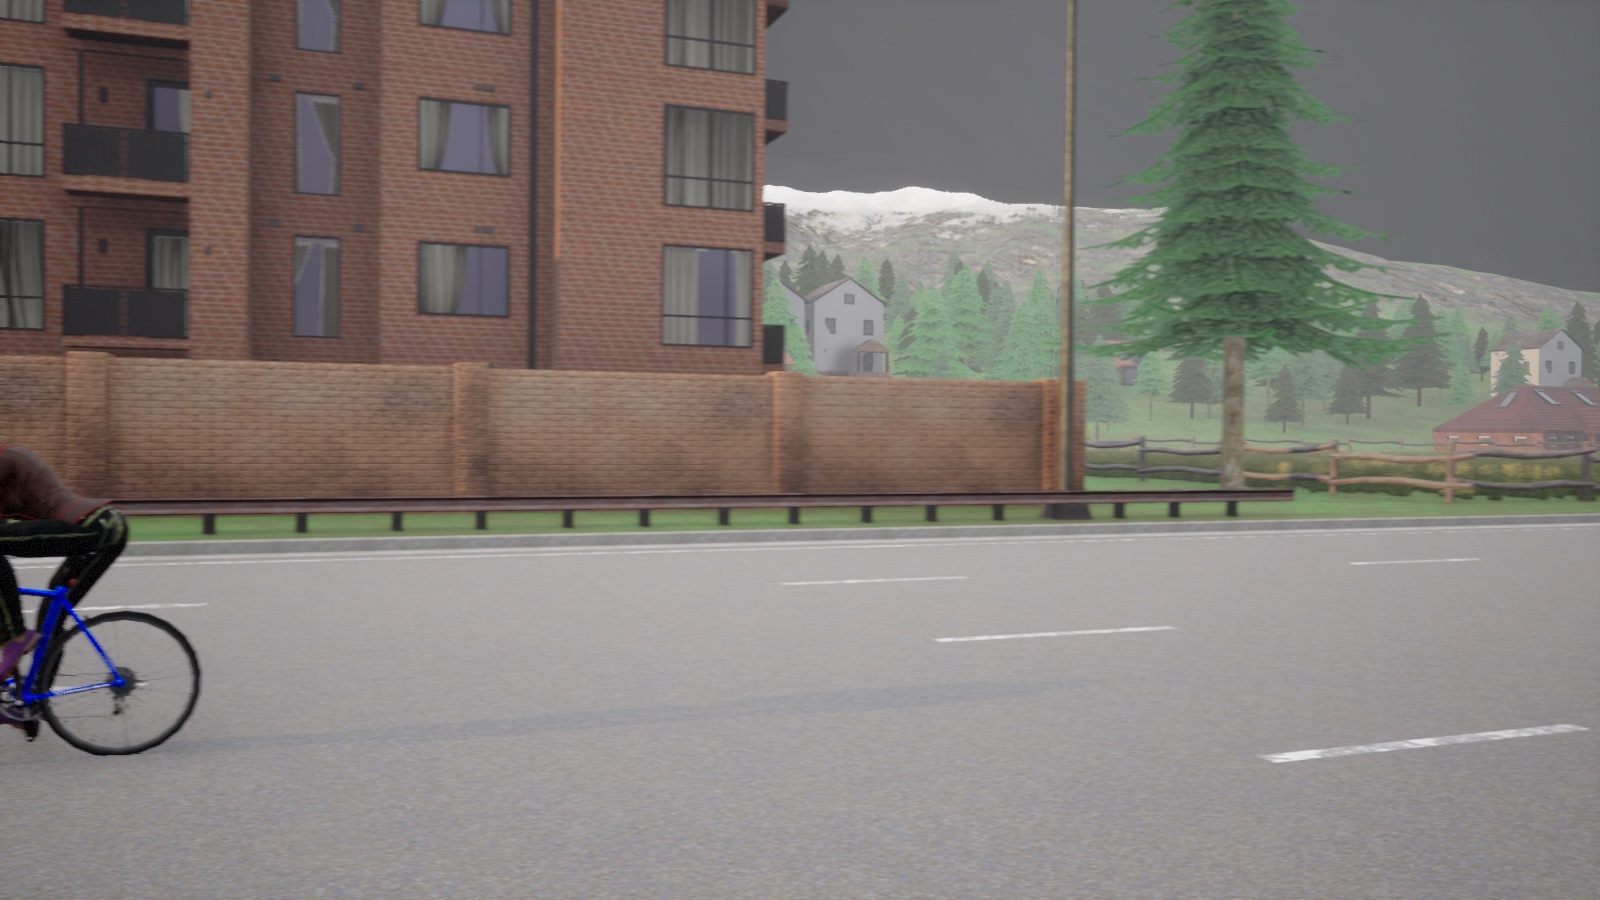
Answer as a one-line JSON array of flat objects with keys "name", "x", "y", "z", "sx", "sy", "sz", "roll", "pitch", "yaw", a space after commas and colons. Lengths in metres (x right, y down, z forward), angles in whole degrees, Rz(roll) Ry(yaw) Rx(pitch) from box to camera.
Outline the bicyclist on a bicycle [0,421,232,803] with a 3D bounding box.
[{"name": "bicyclist on a bicycle", "x": -3.505, "y": 0.697, "z": 5.651, "sx": 1.656, "sy": 1.620, "sz": 0.582, "roll": -1, "pitch": 1, "yaw": -21}]
